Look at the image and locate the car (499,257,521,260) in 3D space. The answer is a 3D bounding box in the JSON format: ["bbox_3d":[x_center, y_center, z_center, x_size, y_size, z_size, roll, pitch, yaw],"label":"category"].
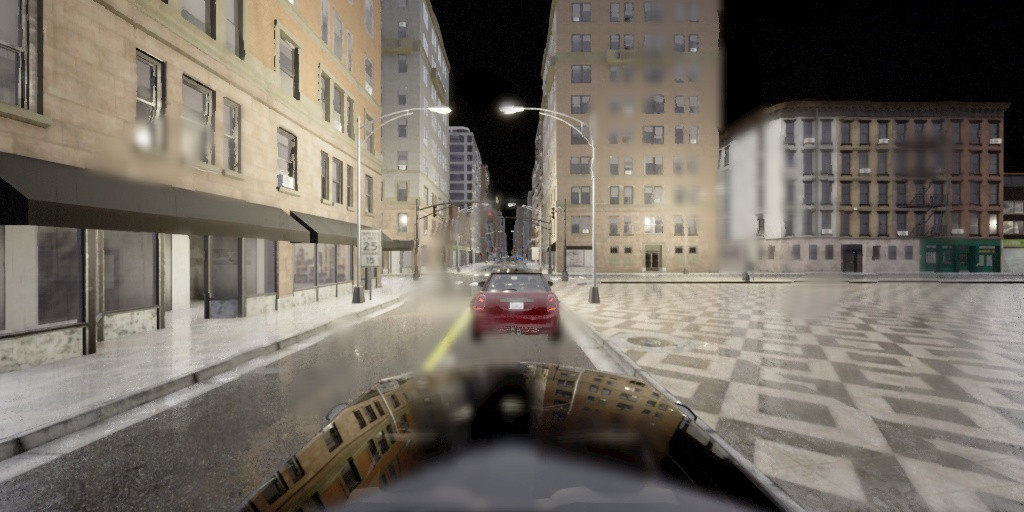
[{"bbox_3d":[0.057,1.100,19.748,2.097,1.767,4.553,0,0,-1],"label":"car"}]

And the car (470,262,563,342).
[{"bbox_3d":[0.106,1.101,9.932,2.097,1.767,4.553,0,0,0],"label":"car"}]
